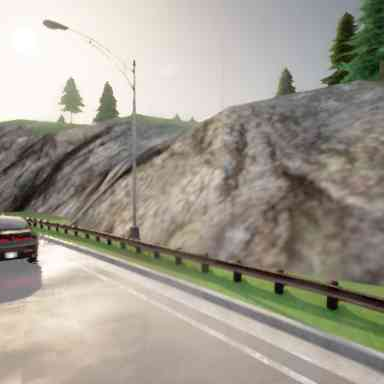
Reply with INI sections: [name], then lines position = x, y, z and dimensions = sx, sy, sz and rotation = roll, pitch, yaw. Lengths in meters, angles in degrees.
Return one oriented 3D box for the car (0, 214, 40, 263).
[car]
position = -6.569, 1.509, 11.080
dimensions = 1.837, 1.490, 4.892
rotation = 0, 0, -40
